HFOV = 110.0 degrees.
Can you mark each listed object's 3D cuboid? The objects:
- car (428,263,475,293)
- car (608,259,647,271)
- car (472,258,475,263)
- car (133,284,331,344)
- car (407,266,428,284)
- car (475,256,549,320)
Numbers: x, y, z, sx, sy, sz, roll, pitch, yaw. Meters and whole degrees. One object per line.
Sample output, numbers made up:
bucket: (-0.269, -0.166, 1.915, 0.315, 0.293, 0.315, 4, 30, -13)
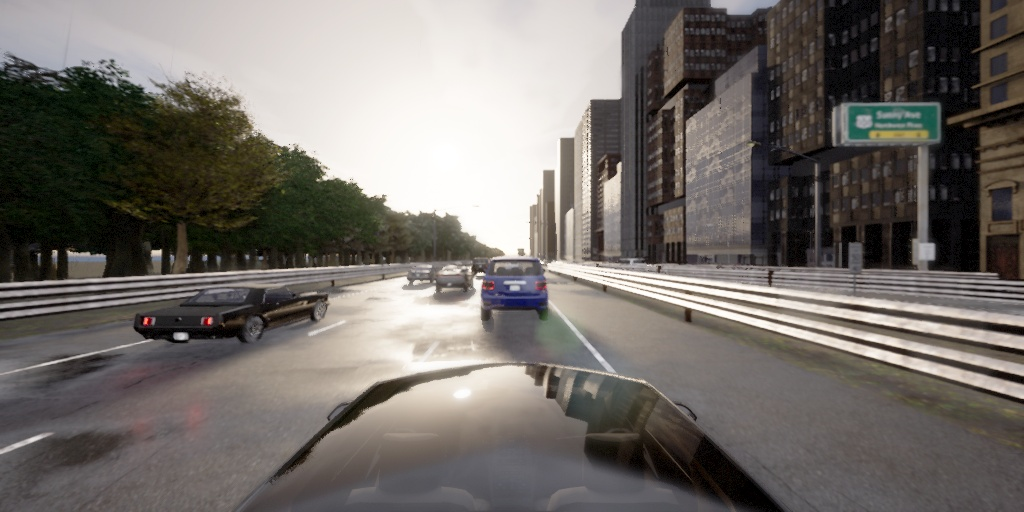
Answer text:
car: (-3.435, 1.373, 22.106, 2.128, 1.511, 4.902, 0, 0, 0)
car: (13.923, 1.338, 43.505, 2.150, 2.045, 5.566, 0, 0, -17)
car: (-3.468, 1.240, 41.742, 2.150, 2.045, 5.566, 0, 0, -1)
car: (-6.914, 1.404, 9.714, 1.895, 1.301, 4.718, 0, 0, 0)
car: (-6.948, 1.478, 28.983, 2.033, 1.411, 5.357, 0, 0, 0)
car: (0.081, 1.042, 13.134, 2.150, 2.045, 5.566, 0, 0, 0)
